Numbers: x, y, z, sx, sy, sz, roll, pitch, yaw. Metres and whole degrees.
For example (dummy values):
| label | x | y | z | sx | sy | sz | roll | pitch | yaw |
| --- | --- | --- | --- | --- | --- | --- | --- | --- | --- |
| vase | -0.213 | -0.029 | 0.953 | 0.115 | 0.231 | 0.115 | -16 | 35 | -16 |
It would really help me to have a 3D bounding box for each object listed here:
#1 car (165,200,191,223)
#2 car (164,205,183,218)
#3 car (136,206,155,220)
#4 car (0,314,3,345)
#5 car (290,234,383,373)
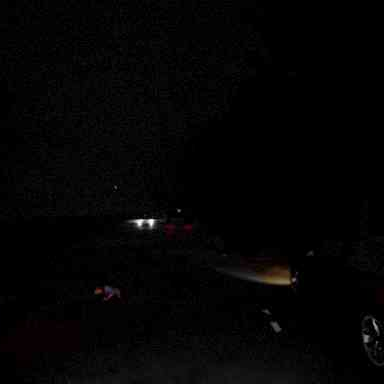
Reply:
| label | x | y | z | sx | sy | sz | roll | pitch | yaw |
| --- | --- | --- | --- | --- | --- | --- | --- | --- | --- |
| car | -1.329 | 1.796 | 31.348 | 2.150 | 2.045 | 5.566 | 0 | -2 | -5 |
| car | -2.450 | 2.418 | 42.339 | 2.033 | 1.411 | 5.357 | 0 | -2 | -7 |
| car | -5.022 | 2.279 | 36.372 | 1.994 | 1.385 | 4.181 | 0 | -1 | -6 |
| car | -3.158 | 1.550 | 2.216 | 1.812 | 1.442 | 4.674 | 0 | -1 | -1 |
| car | 3.196 | 1.417 | 5.588 | 2.163 | 1.488 | 4.792 | 0 | -1 | -1 |
